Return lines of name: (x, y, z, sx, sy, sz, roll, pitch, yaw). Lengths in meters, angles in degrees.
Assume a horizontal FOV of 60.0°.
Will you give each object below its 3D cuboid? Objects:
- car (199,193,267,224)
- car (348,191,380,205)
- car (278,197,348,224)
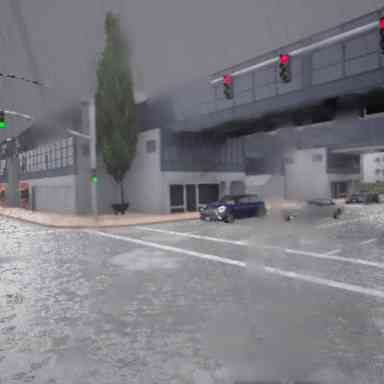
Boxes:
car: (2.592, 0.922, 20.728, 4.553, 1.767, 2.097, -2, 1, -40)
car: (16.909, 0.571, 32.913, 4.181, 1.385, 1.994, -2, 1, -40)
car: (7.260, 1.065, 20.106, 4.718, 1.301, 1.895, -2, 1, -40)
